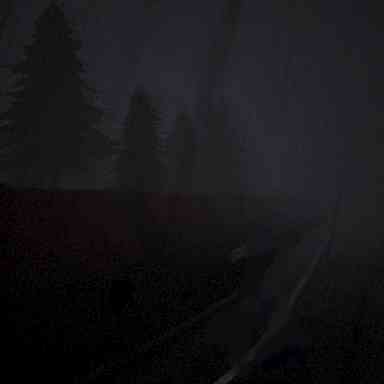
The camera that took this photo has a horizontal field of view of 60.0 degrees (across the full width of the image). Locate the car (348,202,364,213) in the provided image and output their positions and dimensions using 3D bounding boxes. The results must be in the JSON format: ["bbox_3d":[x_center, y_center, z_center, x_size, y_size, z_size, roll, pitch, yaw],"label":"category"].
[{"bbox_3d":[27.991,2.864,57.200,1.837,1.490,4.892,-1,-2,25],"label":"car"}]

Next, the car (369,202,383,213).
[{"bbox_3d":[32.967,2.888,59.542,1.837,1.490,4.892,-1,-2,25],"label":"car"}]
